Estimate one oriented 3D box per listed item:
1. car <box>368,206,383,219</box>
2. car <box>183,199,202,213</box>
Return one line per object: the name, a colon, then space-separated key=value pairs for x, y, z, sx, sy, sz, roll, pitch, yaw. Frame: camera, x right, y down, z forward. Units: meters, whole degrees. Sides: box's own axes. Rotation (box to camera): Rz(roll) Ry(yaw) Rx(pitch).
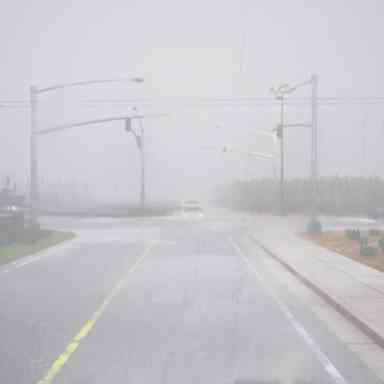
car: x=16.589 y=1.572 z=26.841 sx=4.181 sy=1.385 sz=1.994 roll=0 pitch=0 yaw=-2
car: x=0.061 y=1.523 z=37.655 sx=1.882 sy=1.535 sz=5.008 roll=0 pitch=1 yaw=-3
